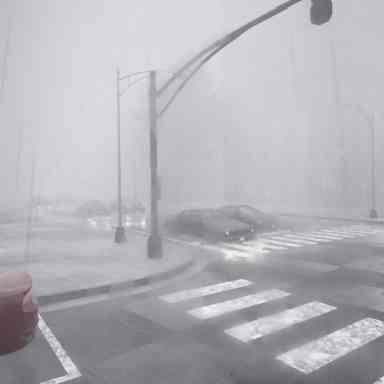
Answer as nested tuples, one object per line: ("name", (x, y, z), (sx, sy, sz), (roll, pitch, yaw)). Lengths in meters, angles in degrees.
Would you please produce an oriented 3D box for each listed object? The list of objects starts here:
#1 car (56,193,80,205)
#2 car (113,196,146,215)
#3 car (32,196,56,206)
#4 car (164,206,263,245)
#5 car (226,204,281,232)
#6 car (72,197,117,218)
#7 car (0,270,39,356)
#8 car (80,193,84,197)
("car", (-18.748, 1.167, 48.940), (2.033, 1.411, 5.357), (-1, 1, -35))
("car", (-6.111, 1.148, 31.081), (2.097, 1.767, 4.553), (-1, 1, -37))
("car", (-21.174, 1.217, 46.739), (2.033, 1.411, 5.357), (-1, 1, -35))
("car", (0.601, 1.525, 15.876), (2.033, 1.411, 5.357), (-1, 1, -34))
("car", (2.777, 1.446, 18.650), (1.812, 1.442, 4.674), (-1, 1, -36))
("car", (-8.531, 1.410, 28.895), (1.994, 1.385, 4.181), (-1, 1, -35))
("car", (-4.179, 1.545, 3.677), (4.507, 1.381, 1.887), (0, -1, -36))
("car", (-22.843, 0.923, 66.041), (1.812, 1.442, 4.674), (-1, 1, -36))
